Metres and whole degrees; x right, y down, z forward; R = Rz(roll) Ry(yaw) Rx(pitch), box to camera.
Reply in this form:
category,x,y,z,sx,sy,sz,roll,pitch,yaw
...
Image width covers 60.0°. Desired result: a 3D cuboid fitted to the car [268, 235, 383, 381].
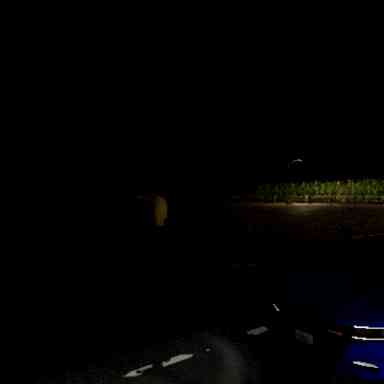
category,x,y,z,sx,sy,sz,roll,pitch,yaw
car,3.392,1.482,5.429,5.008,1.535,1.882,0,0,-35
